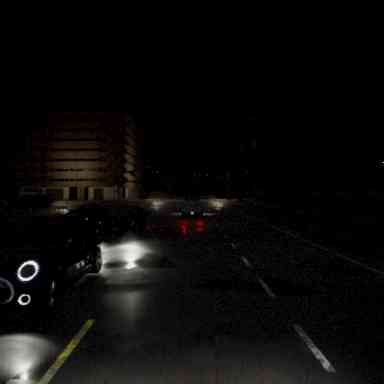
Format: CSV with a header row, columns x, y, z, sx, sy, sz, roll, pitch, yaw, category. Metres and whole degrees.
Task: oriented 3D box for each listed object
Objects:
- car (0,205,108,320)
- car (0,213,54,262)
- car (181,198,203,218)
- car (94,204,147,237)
x,y,z,sx,sy,sz,roll,pitch,yaw,category
-3.606,1.350,7.587,2.097,1.767,4.553,0,0,0,car
-7.109,1.598,12.542,1.895,1.301,4.718,0,0,0,car
0.032,1.514,29.566,1.812,1.442,4.674,0,0,0,car
-3.604,1.471,18.059,1.882,1.535,5.008,0,0,0,car
